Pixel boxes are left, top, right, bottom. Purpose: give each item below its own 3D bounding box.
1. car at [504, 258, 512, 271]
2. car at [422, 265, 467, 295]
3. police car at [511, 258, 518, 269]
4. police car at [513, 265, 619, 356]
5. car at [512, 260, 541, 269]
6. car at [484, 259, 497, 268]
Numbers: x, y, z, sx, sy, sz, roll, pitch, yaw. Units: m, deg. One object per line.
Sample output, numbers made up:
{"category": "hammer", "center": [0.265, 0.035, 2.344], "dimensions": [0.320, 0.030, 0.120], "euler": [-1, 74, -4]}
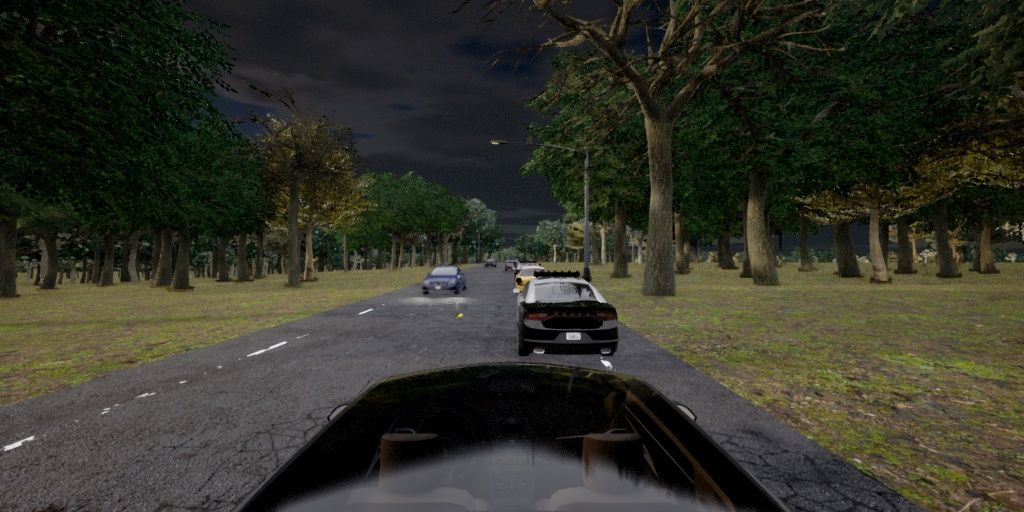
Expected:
{"category": "car", "center": [0.085, 1.130, 45.961], "dimensions": [2.128, 1.511, 4.902], "euler": [0, 0, 1]}
{"category": "car", "center": [-3.575, 1.260, 19.669], "dimensions": [1.812, 1.442, 4.674], "euler": [0, 0, 0]}
{"category": "police car", "center": [1.085, 1.148, 24.753], "dimensions": [1.930, 1.638, 5.238], "euler": [0, 0, 0]}
{"category": "police car", "center": [1.062, 1.174, 8.749], "dimensions": [1.930, 1.638, 5.238], "euler": [0, 0, 0]}
{"category": "car", "center": [1.076, 1.192, 18.833], "dimensions": [1.801, 1.575, 5.366], "euler": [0, 0, 0]}
{"category": "car", "center": [-3.417, 1.143, 57.361], "dimensions": [2.033, 1.411, 5.357], "euler": [0, 0, 0]}
